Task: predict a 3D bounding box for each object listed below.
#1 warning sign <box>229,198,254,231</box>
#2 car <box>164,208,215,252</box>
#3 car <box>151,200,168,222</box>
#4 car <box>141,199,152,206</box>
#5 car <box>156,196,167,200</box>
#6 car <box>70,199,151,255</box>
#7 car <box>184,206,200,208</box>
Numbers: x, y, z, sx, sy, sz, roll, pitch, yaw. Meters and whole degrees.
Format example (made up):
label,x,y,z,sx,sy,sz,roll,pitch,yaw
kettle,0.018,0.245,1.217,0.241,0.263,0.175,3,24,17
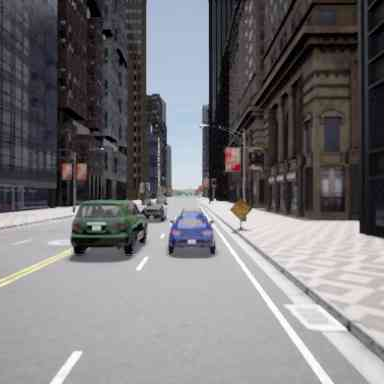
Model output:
label,x,y,z,sx,sy,sz,roll,pitch,yaw
warning sign,2.842,1.296,19.319,1.300,1.860,1.060,0,-1,0
car,0.000,1.661,14.373,1.812,1.442,4.674,0,0,0
car,-3.256,1.782,29.294,1.837,1.490,4.892,0,0,0
car,-9.777,2.187,71.786,1.837,1.490,4.892,0,-1,0
car,-6.527,1.912,71.758,2.150,2.045,5.566,0,-1,0
car,-3.254,1.348,14.017,2.150,2.045,5.566,0,0,0
car,-0.008,1.873,29.108,1.895,1.301,4.718,0,-1,0
